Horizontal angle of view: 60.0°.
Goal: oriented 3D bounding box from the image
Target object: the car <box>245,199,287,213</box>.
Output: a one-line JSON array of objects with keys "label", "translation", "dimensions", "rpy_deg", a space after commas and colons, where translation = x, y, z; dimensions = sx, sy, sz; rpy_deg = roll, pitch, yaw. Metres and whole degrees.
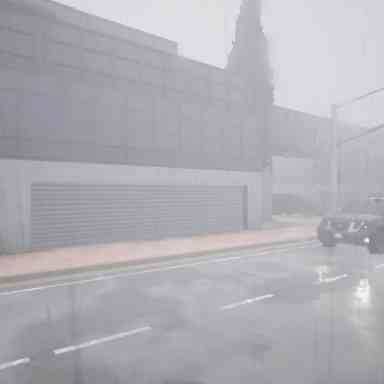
[{"label": "car", "translation": [8.352, 1.526, 38.010], "dimensions": [1.812, 1.442, 4.674], "rpy_deg": [0, 0, -37]}]

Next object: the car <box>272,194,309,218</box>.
[{"label": "car", "translation": [9.627, 1.216, 30.425], "dimensions": [2.150, 2.045, 5.566], "rpy_deg": [0, 1, -37]}]

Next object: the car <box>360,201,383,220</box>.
[{"label": "car", "translation": [16.489, 1.525, 27.116], "dimensions": [1.812, 1.442, 4.674], "rpy_deg": [0, 0, -37]}]

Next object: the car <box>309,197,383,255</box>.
[{"label": "car", "translation": [7.523, 1.221, 13.681], "dimensions": [5.566, 2.045, 2.150], "rpy_deg": [0, 0, -36]}]
